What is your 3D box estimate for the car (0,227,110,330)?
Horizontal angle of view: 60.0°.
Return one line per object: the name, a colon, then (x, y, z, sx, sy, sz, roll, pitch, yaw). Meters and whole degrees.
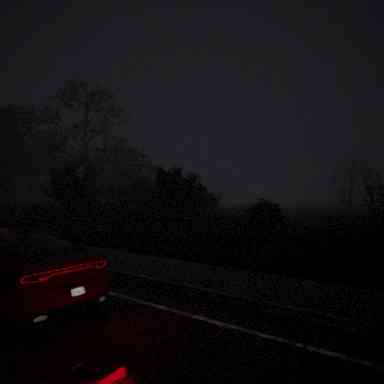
car: (-3.849, 1.478, 6.933, 5.008, 1.535, 1.882, 0, 0, 37)
